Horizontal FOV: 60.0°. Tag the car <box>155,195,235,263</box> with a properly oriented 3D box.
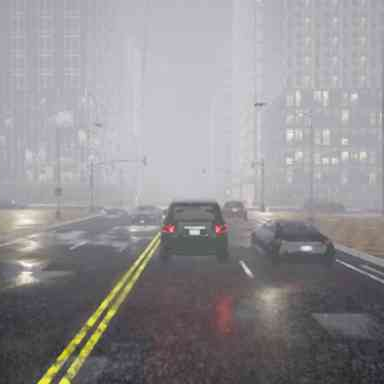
[{"bbox_3d":[0.077,1.265,12.311,2.150,2.045,5.566,0,0,0],"label":"car"}]

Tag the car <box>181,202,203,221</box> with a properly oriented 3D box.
[{"bbox_3d":[0.048,1.621,29.102,1.812,1.442,4.674,0,0,1],"label":"car"}]

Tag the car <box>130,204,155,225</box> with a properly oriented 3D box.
[{"bbox_3d":[-3.361,1.632,25.271,2.033,1.411,5.357,0,0,0],"label":"car"}]

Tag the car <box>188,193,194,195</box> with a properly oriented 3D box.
[{"bbox_3d":[-0.161,1.768,90.895,1.812,1.442,4.674,0,0,0],"label":"car"}]

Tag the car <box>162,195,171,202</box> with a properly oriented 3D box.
[{"bbox_3d":[-6.656,1.603,87.398,2.097,1.767,4.553,0,0,0],"label":"car"}]

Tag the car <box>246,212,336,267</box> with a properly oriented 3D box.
[{"bbox_3d":[3.326,1.604,11.655,1.994,1.385,4.181,0,0,0],"label":"car"}]

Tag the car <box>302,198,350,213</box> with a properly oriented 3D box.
[{"bbox_3d":[16.129,1.660,40.968,5.009,1.841,2.192,0,0,1],"label":"car"}]

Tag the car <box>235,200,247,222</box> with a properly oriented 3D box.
[{"bbox_3d":[3.302,1.441,27.770,2.097,1.767,4.553,0,0,0],"label":"car"}]

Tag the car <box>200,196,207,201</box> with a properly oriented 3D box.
[{"bbox_3d":[3.089,1.767,90.900,1.812,1.442,4.674,0,0,0],"label":"car"}]

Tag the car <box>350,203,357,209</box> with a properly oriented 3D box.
[{"bbox_3d":[21.723,1.811,49.264,4.829,1.417,1.752,0,0,1],"label":"car"}]

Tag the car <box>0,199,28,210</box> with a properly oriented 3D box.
[{"bbox_3d":[-22.798,1.579,41.428,4.313,1.339,1.947,0,0,1],"label":"car"}]
